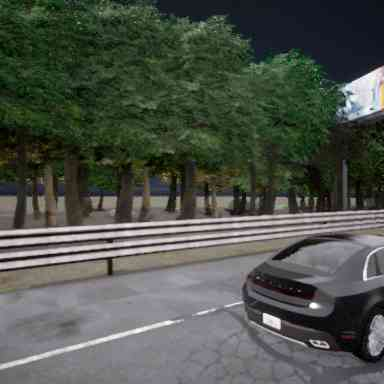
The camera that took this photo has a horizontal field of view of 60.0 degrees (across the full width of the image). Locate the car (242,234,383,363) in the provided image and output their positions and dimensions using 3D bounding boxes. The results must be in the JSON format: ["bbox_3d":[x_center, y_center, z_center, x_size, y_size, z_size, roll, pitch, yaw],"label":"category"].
[{"bbox_3d":[3.052,1.513,5.921,4.892,1.490,1.837,0,0,-35],"label":"car"}]
